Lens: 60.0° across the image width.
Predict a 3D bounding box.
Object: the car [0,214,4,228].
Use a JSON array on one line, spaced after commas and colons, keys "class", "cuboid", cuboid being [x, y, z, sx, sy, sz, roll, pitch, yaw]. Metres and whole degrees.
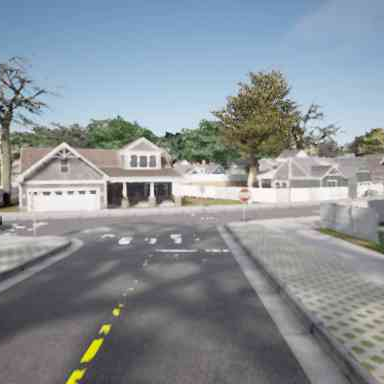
[{"class": "car", "cuboid": [-12.693, 1.399, 17.388, 5.008, 1.535, 1.882, 0, 4, -19]}]
